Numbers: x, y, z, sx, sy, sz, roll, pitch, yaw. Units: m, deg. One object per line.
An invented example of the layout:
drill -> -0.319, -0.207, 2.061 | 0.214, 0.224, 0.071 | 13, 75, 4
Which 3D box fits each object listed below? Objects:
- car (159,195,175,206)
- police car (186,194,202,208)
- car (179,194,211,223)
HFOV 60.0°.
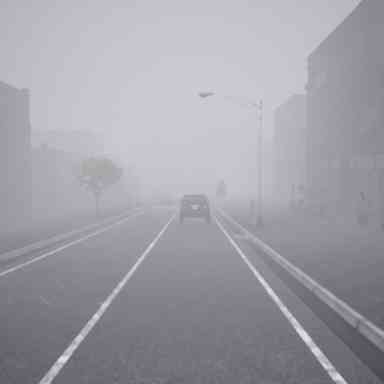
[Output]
car -> -3.371, 1.157, 45.389 | 1.812, 1.442, 4.674 | 0, 1, 0
police car -> 0.267, 1.087, 43.875 | 1.930, 1.638, 5.238 | 0, 1, 1
car -> 0.207, 1.150, 24.847 | 2.150, 2.045, 5.566 | 0, 0, 0
